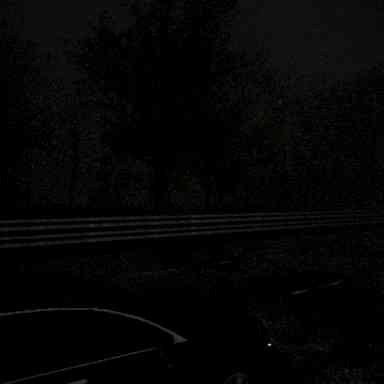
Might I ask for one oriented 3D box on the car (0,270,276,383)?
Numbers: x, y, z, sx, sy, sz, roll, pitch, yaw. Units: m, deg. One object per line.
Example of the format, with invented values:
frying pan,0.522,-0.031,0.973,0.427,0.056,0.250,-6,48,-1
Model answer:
car,-1.344,1.486,2.861,4.892,1.490,1.837,1,-1,-35
